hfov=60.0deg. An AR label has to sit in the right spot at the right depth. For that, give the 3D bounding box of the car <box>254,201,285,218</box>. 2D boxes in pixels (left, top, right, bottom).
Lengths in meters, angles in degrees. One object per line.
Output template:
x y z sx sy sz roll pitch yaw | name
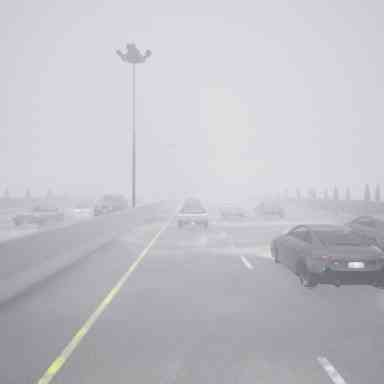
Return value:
7.053 1.546 30.562 2.033 1.411 5.357 0 0 0 | car

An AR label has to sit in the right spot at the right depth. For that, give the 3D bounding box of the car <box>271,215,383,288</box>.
3.584 1.563 9.263 1.994 1.385 4.181 0 0 0 | car

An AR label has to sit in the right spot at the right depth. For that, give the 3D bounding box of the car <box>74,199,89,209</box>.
-14.146 1.572 44.387 1.994 1.385 4.181 0 0 0 | car

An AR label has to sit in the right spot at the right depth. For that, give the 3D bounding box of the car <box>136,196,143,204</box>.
-10.614 1.518 63.958 1.882 1.535 5.008 0 0 0 | car

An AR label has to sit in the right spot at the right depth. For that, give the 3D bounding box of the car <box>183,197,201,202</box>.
0.037 1.354 40.689 2.097 1.767 4.553 0 0 0 | car

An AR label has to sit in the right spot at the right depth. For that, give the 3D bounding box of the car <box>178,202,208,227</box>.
0.067 1.602 22.325 1.895 1.301 4.718 0 0 0 | car

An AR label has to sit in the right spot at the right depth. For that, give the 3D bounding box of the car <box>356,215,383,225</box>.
7.080 1.562 12.707 1.994 1.385 4.181 0 0 0 | car

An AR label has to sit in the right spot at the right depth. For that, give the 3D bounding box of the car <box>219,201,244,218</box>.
3.541 1.526 30.120 1.812 1.442 4.674 0 0 0 | car

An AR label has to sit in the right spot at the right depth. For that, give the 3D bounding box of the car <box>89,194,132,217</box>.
-7.142 1.226 29.926 2.150 2.045 5.566 0 0 0 | car

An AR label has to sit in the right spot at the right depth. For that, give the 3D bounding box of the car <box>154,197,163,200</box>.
-7.110 1.216 70.612 1.895 1.301 4.718 0 0 0 | car

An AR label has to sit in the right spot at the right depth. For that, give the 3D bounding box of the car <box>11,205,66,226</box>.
-10.633 1.606 23.394 1.895 1.301 4.718 0 0 0 | car
